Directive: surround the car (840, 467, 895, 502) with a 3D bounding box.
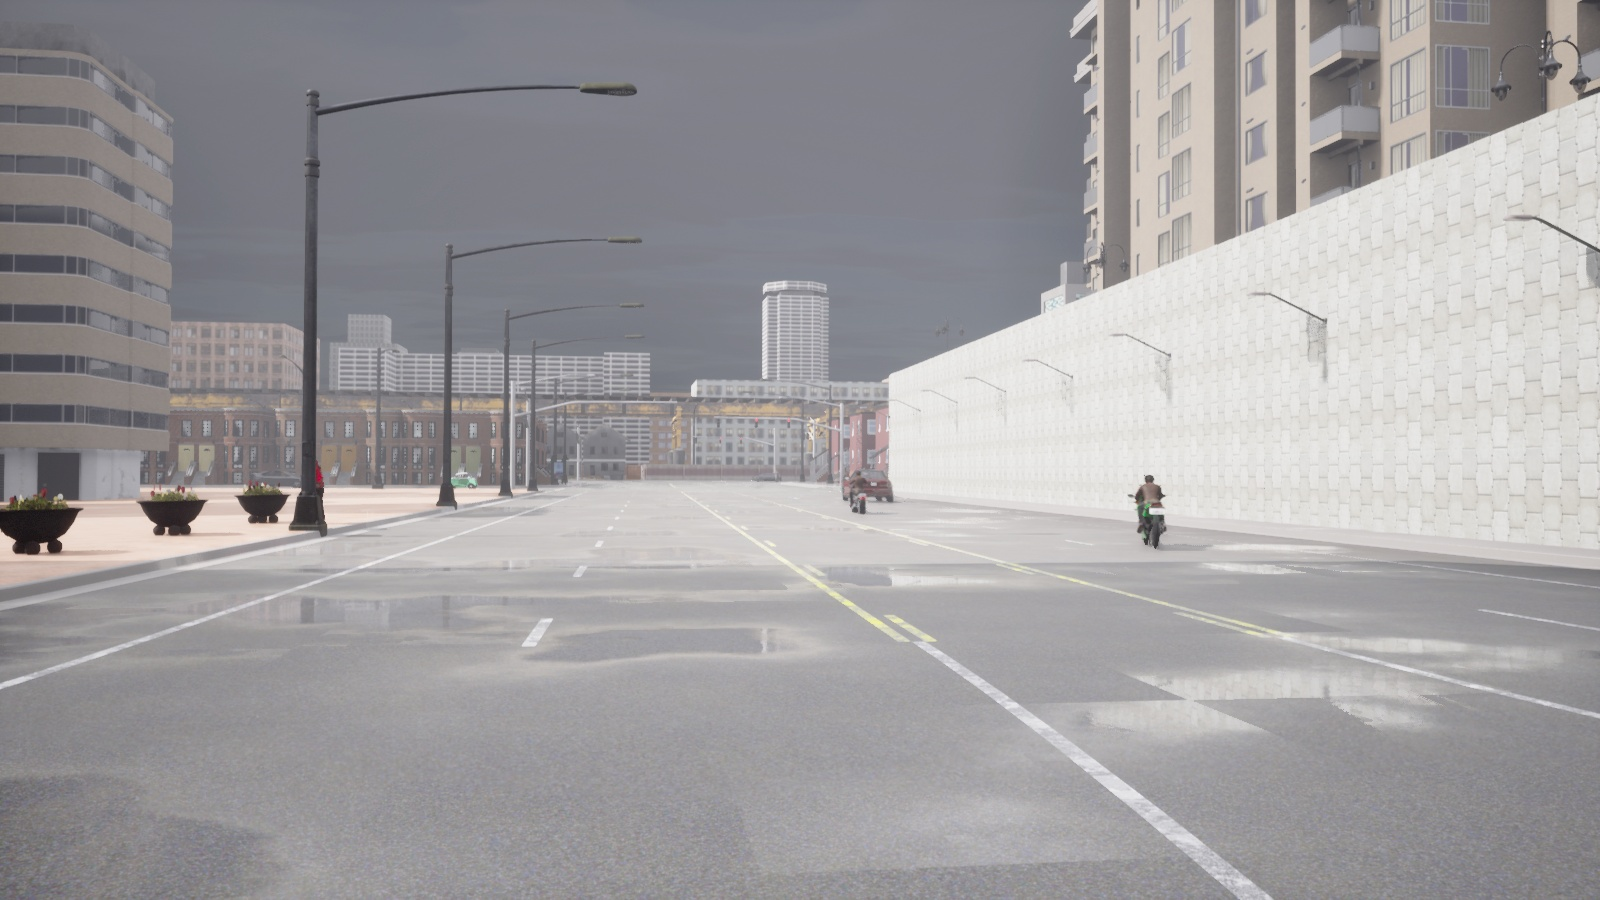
[{"bbox_3d":[3.460,1.767,65.491,2.097,1.767,4.553,0,-1,-7],"label":"car"}]

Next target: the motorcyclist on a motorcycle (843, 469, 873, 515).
[{"bbox_3d":[2.151,1.550,46.921,0.766,1.649,2.350,0,-1,-7],"label":"motorcyclist on a motorcycle"}]

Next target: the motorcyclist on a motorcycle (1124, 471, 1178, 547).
[{"bbox_3d":[7.353,1.214,26.382,0.797,1.523,2.044,0,-1,8],"label":"motorcyclist on a motorcycle"}]

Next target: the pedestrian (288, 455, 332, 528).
[{"bbox_3d":[-12.581,1.065,32.234,0.634,1.844,0.899,-1,-1,16],"label":"pedestrian"}]
